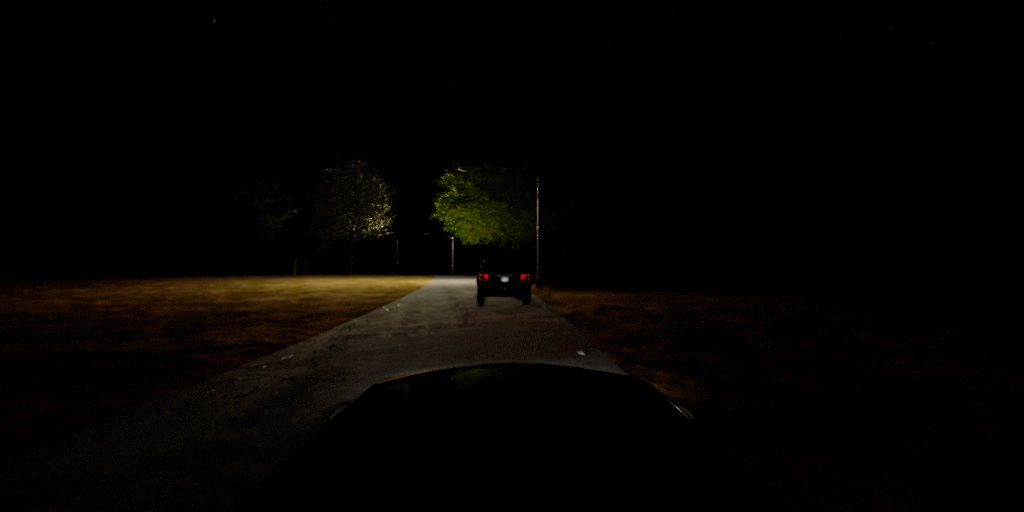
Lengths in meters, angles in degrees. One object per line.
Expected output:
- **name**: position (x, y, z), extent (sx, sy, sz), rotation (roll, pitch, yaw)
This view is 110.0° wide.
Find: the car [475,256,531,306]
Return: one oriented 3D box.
- **car**: position (-0.444, 1.061, 16.068), extent (2.150, 2.045, 5.566), rotation (0, -2, -4)
